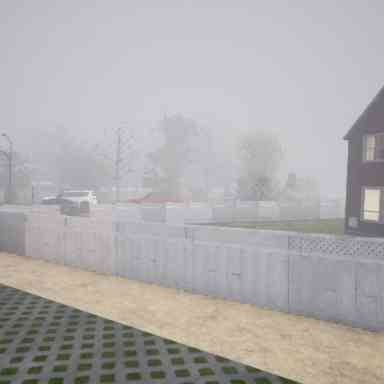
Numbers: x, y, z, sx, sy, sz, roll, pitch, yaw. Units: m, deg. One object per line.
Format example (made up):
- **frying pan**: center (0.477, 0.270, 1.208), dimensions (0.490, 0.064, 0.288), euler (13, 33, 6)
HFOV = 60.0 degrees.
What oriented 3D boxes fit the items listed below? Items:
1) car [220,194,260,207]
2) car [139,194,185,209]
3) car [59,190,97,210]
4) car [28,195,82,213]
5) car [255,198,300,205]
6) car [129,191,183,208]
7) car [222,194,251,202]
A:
- **car**: center (5.965, 1.036, 41.622), dimensions (4.674, 1.442, 1.812), euler (0, 2, -18)
- **car**: center (-3.509, 1.050, 38.461), dimensions (5.008, 1.535, 1.882), euler (0, 2, -19)
- **car**: center (-12.987, 0.866, 35.282), dimensions (5.566, 2.045, 2.150), euler (0, 2, -19)
- **car**: center (-13.283, 1.289, 31.777), dimensions (4.674, 1.442, 1.812), euler (0, 2, -17)
- **car**: center (9.366, 1.329, 35.714), dimensions (4.718, 1.301, 1.895), euler (0, 2, -19)
- **car**: center (-3.892, 0.914, 34.899), dimensions (5.566, 2.045, 2.150), euler (-1, 2, -19)
- **car**: center (6.309, 1.171, 38.317), dimensions (5.357, 1.411, 2.033), euler (0, 2, -18)
